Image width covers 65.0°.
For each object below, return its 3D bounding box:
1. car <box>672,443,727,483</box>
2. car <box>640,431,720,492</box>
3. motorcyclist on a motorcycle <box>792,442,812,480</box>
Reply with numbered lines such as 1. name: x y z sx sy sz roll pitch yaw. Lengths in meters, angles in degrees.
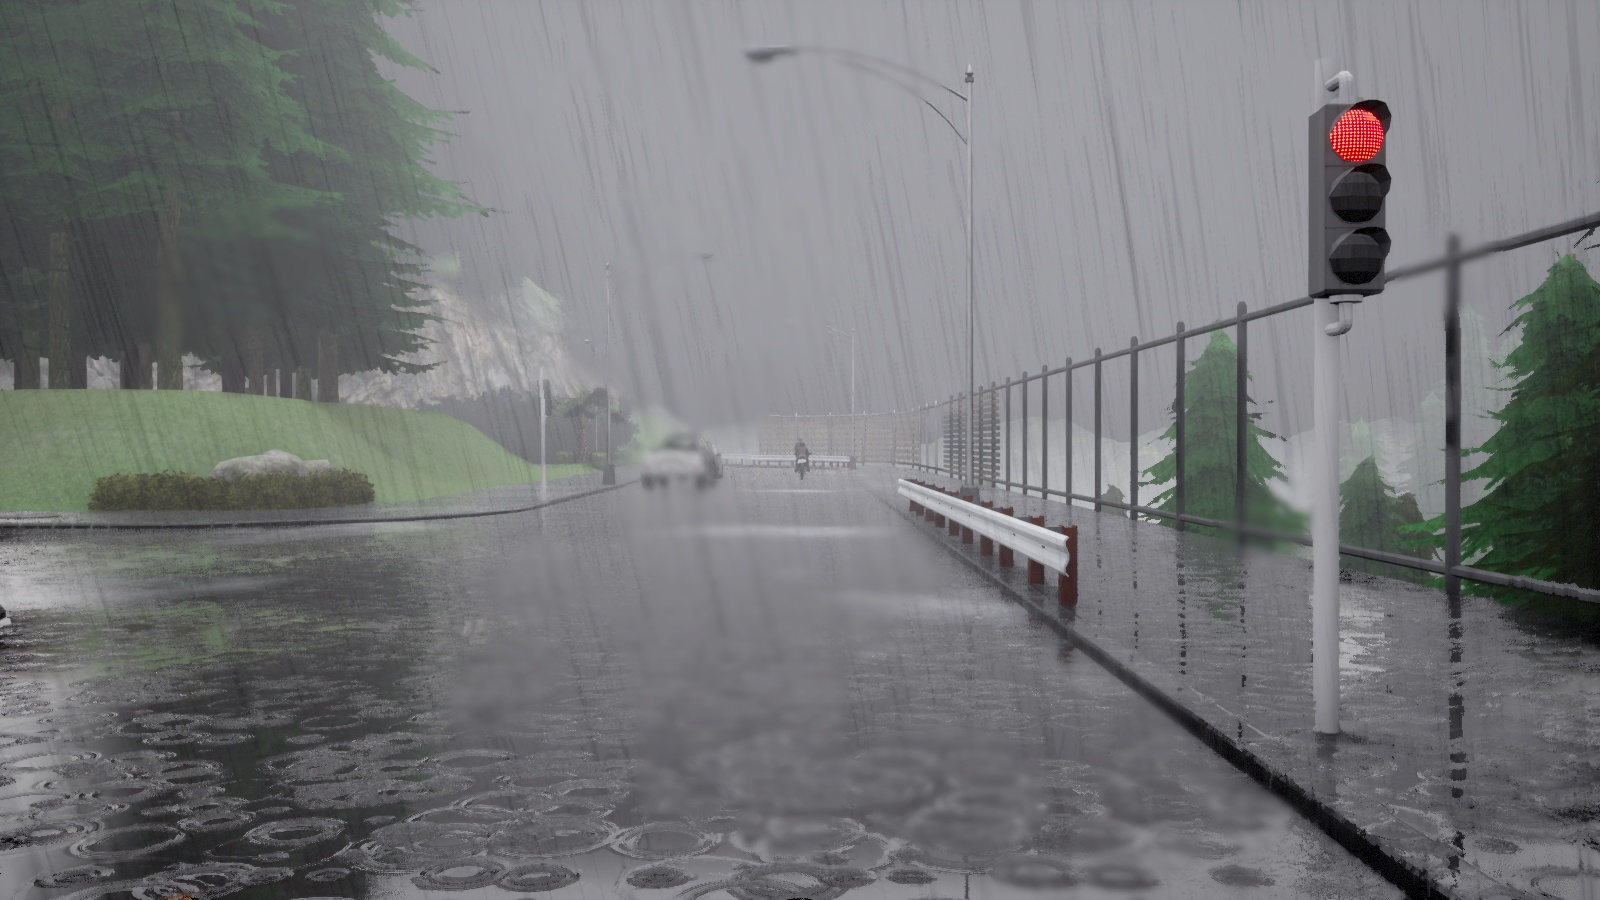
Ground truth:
1. car: -3.912 0.478 49.425 1.845 1.501 3.633 0 0 0
2. car: -3.834 0.330 40.803 1.932 1.855 4.605 0 0 3
3. motorcyclist on a motorcycle: 0.091 0.441 50.962 0.797 1.523 2.044 0 0 0
